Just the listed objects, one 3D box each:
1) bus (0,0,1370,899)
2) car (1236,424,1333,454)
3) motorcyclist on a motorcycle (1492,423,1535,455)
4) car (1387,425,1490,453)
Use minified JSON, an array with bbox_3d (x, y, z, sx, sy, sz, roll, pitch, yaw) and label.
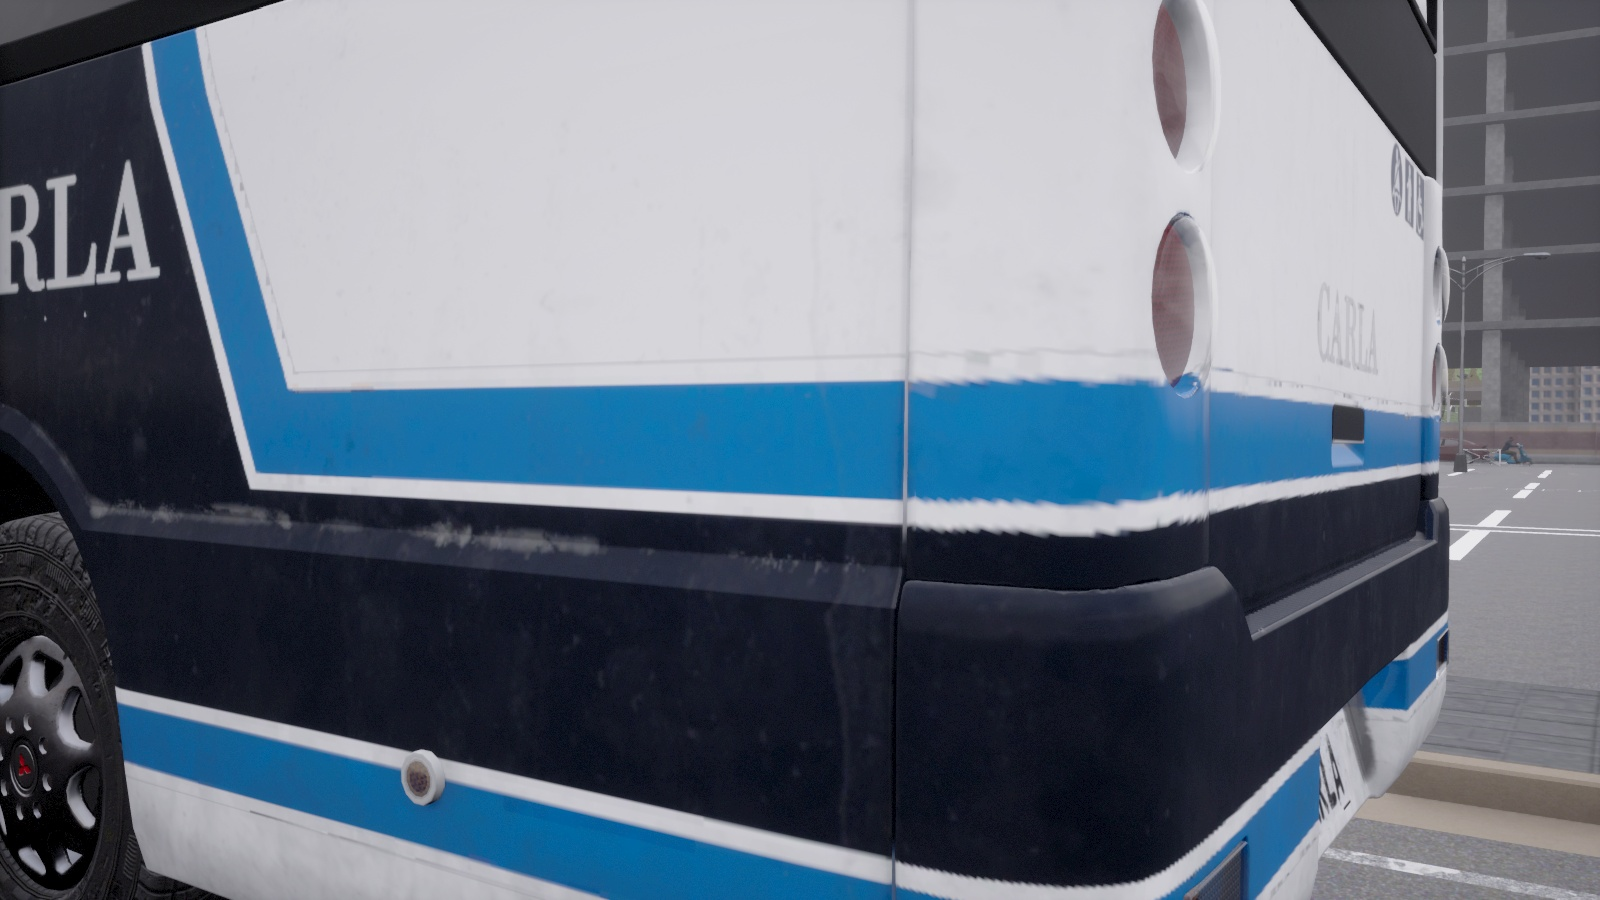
[{"bbox_3d":[-3.296,-0.694,5.768,10.273,4.253,3.944,0,1,33],"label":"bus"},{"bbox_3d":[27.540,-0.621,71.480,4.856,1.649,2.033,0,1,32],"label":"car"},{"bbox_3d":[35.490,-0.545,62.455,1.817,1.590,0.866,0,1,32],"label":"motorcyclist on a motorcycle"},{"bbox_3d":[35.835,-0.633,70.471,5.008,1.535,1.882,0,1,32],"label":"car"}]
